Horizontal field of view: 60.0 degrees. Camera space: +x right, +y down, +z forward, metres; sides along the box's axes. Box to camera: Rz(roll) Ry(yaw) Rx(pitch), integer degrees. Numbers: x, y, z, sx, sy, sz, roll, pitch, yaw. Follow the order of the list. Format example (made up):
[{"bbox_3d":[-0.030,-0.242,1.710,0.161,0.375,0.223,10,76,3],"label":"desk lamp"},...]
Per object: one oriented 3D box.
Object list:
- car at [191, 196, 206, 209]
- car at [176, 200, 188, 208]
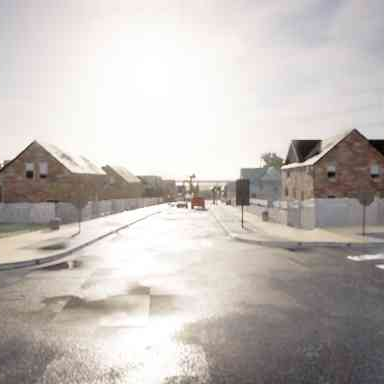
[{"bbox_3d":[0.964,1.659,53.419,2.150,2.045,5.566,0,-1,2],"label":"car"},{"bbox_3d":[-1.634,2.030,57.665,2.033,1.411,5.357,0,-1,2],"label":"car"}]
